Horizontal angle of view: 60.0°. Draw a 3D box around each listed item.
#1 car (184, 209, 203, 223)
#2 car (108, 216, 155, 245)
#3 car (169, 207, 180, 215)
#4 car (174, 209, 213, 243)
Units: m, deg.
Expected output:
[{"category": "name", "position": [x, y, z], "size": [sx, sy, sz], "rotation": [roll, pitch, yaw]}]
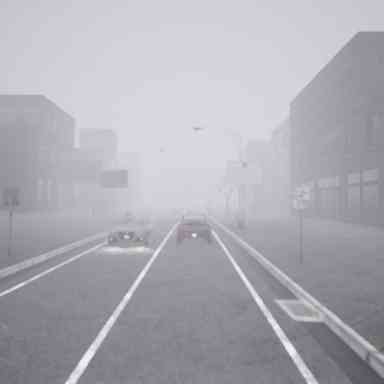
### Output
[{"category": "car", "position": [0.135, 2.675, 37.443], "size": [2.033, 1.411, 5.357], "rotation": [0, -2, 0]}, {"category": "car", "position": [-3.082, 1.970, 17.647], "size": [1.994, 1.385, 4.181], "rotation": [0, -2, 0]}, {"category": "car", "position": [-2.975, 3.339, 59.352], "size": [2.033, 1.411, 5.357], "rotation": [0, -1, 0]}, {"category": "car", "position": [0.119, 1.965, 18.971], "size": [1.837, 1.490, 4.892], "rotation": [0, -2, 0]}]
